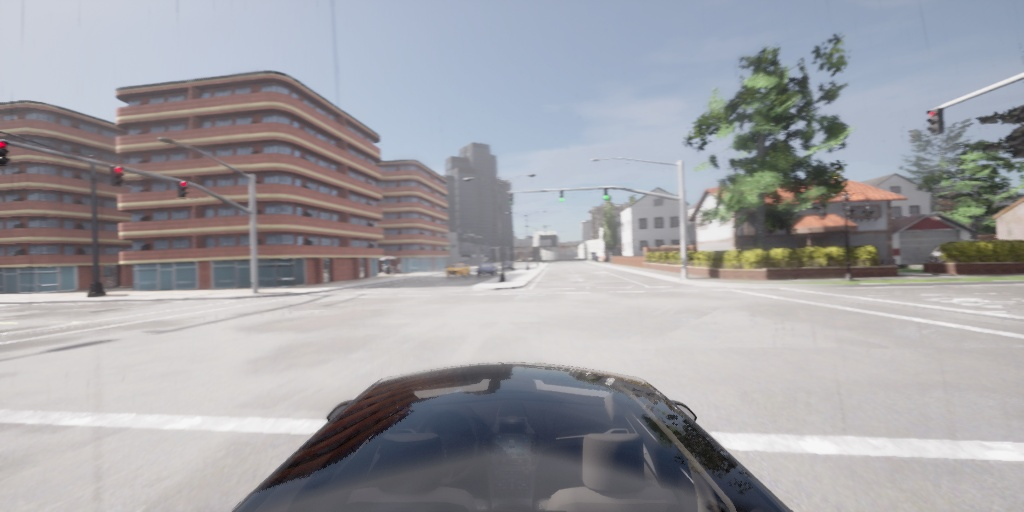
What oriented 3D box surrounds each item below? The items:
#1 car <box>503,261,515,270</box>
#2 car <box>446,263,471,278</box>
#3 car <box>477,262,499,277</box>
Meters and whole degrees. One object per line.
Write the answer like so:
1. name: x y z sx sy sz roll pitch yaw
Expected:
1. car: -0.623 1.542 58.182 2.128 1.511 4.902 -2 0 8
2. car: -6.257 1.638 42.049 1.882 1.535 5.008 -2 -1 8
3. car: -2.791 1.566 41.557 1.812 1.442 4.674 -2 -1 8
